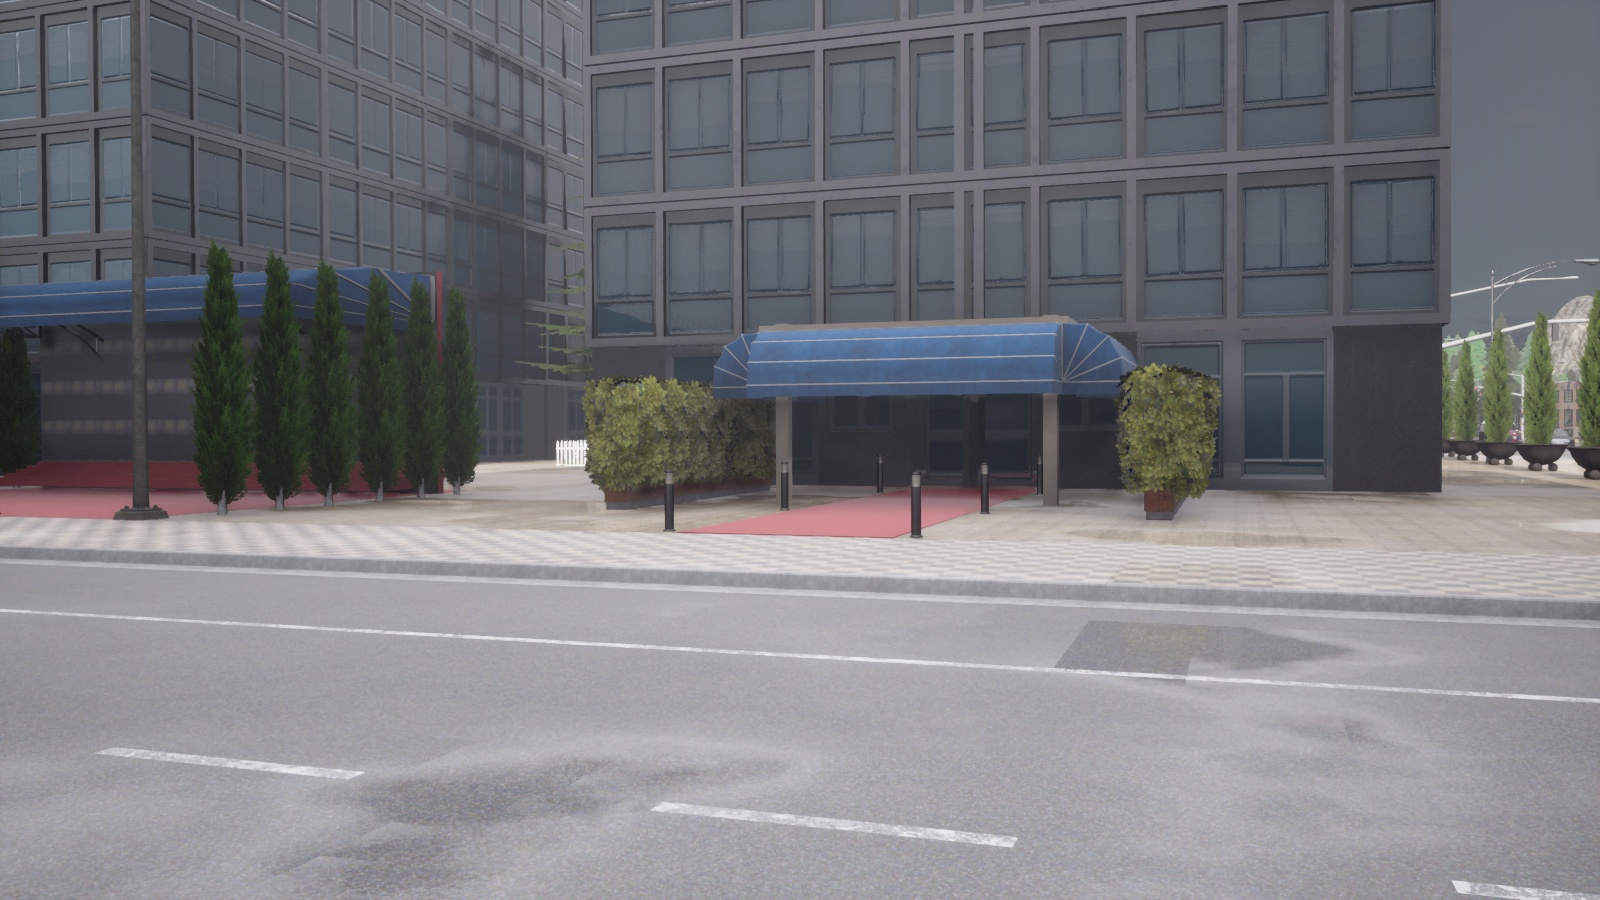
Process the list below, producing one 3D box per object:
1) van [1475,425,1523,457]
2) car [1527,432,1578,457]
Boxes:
[{"bbox_3d":[47.010,-0.628,84.558,2.069,2.038,4.480,1,1,19],"label":"van"},{"bbox_3d":[50.862,-0.413,84.986,2.033,1.649,4.856,1,1,19],"label":"car"}]
